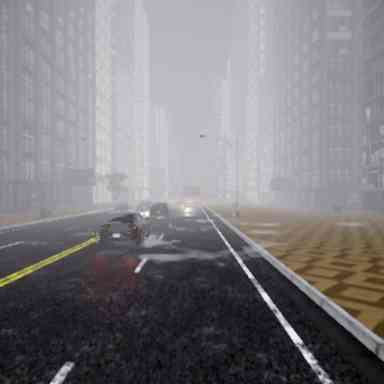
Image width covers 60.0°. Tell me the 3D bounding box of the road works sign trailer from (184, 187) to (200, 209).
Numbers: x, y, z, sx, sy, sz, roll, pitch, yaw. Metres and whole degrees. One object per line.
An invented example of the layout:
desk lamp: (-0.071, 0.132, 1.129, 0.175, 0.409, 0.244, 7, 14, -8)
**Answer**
road works sign trailer: (0.011, 0.916, 53.092, 2.380, 3.560, 2.880, 0, 0, 1)

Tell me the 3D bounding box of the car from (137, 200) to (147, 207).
car: (-6.579, 1.891, 47.002, 2.128, 1.511, 4.902, 0, 0, 0)

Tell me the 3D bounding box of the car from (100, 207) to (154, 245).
car: (-3.151, 1.664, 16.207, 1.812, 1.442, 4.674, 0, 0, 0)

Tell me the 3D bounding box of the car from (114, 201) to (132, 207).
car: (-9.820, 1.970, 47.679, 1.994, 1.385, 4.181, 0, 0, 0)

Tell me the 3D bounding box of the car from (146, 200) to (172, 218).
car: (-3.154, 1.767, 33.994, 1.882, 1.535, 5.008, 0, 0, 0)
